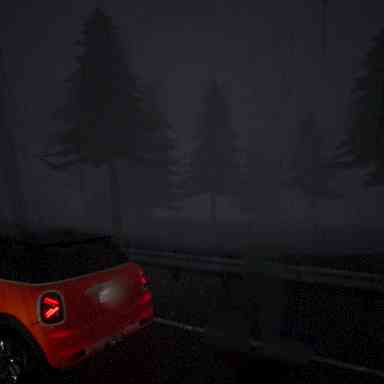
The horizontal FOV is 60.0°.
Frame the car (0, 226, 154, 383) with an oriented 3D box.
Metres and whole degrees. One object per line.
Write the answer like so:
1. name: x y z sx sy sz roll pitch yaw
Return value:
1. car: -2.905 1.360 5.424 4.553 1.767 2.097 0 0 31
